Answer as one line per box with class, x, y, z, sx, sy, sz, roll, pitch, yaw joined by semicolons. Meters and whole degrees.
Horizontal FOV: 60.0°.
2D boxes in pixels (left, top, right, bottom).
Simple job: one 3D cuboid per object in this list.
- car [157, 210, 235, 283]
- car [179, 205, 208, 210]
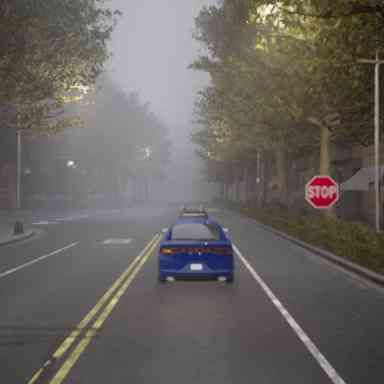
car;0.098;1.527;9.851;1.882;1.535;5.008;0;0;0
car;0.098;1.607;22.908;2.128;1.511;4.902;0;0;0
